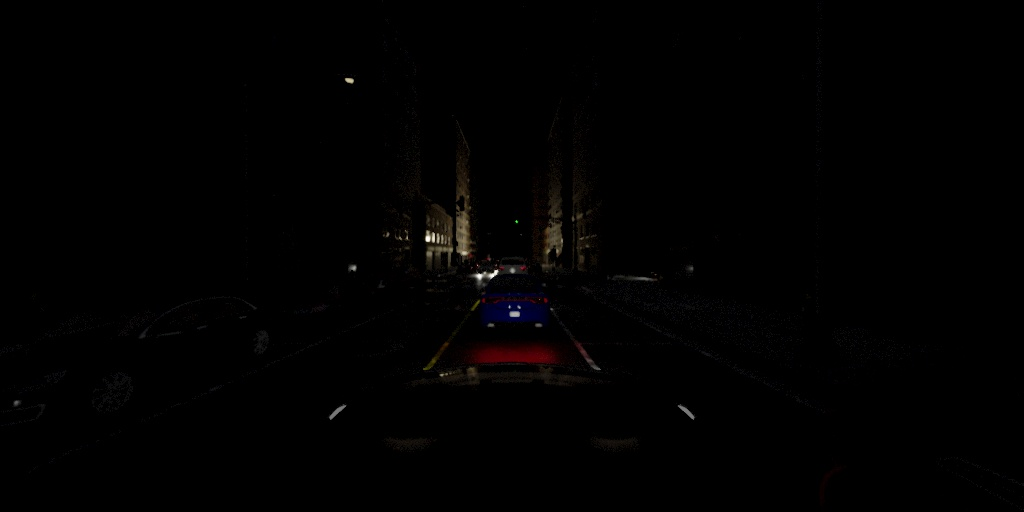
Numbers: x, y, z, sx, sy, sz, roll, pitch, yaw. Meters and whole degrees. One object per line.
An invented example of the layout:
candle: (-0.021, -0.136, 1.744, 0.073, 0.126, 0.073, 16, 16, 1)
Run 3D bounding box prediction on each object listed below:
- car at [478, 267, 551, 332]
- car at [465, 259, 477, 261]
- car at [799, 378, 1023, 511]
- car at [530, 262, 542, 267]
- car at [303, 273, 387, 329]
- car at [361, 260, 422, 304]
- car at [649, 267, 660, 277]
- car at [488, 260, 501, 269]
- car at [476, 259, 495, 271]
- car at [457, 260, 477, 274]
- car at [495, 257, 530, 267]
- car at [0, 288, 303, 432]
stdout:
car: (0.070, 1.264, 11.099, 1.882, 1.535, 5.008, 0, 0, 0)
car: (-5.714, 1.278, 49.435, 2.192, 1.841, 5.009, 0, 0, 0)
car: (2.859, 1.059, 0.154, 2.192, 1.841, 5.009, 0, 0, 0)
car: (2.817, 1.517, 43.907, 1.802, 1.307, 4.207, 0, 0, 0)
car: (-5.676, 1.369, 11.289, 1.802, 1.307, 4.207, 0, 0, 0)
car: (-5.682, 1.125, 16.871, 2.192, 1.841, 5.009, 0, 0, 0)
car: (14.653, 1.321, 32.484, 4.181, 1.385, 1.994, 0, 0, 0)
car: (-3.080, 1.537, 64.433, 2.128, 1.511, 4.902, 0, 0, 0)
car: (-3.142, 1.464, 44.414, 1.812, 1.442, 4.674, 0, 0, -3)
car: (-5.709, 1.517, 43.871, 1.802, 1.307, 4.207, 0, 0, 0)
car: (0.053, 1.094, 28.427, 2.150, 2.045, 5.566, 0, 0, 0)
car: (-5.671, 1.315, 5.706, 2.007, 1.370, 4.403, 0, 0, 0)
